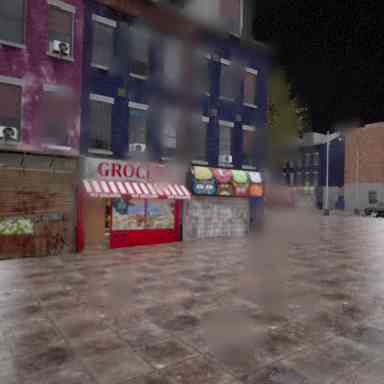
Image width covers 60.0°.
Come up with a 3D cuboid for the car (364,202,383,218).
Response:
[{"bbox_3d":[16.606,1.532,26.890,1.837,1.490,4.892,2,-1,-34],"label":"car"}]
